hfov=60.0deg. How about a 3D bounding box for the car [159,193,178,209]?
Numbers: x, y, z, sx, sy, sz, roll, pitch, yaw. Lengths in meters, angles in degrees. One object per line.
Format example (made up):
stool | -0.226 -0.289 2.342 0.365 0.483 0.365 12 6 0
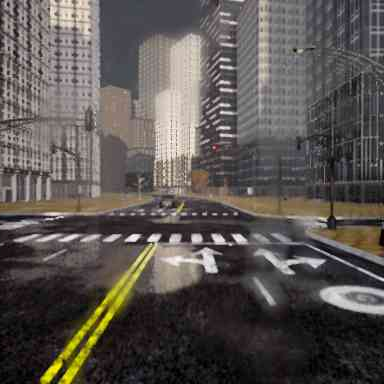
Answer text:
car | -3.249 1.266 45.546 2.150 2.045 5.566 0 2 0

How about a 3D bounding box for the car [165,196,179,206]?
car | -3.253 1.428 55.205 2.128 1.511 4.902 0 0 0
